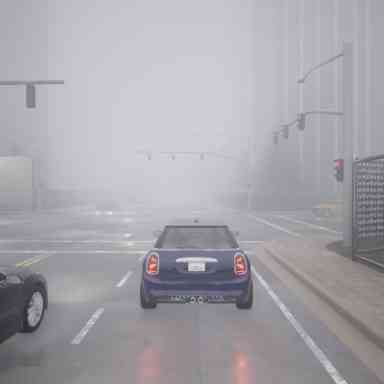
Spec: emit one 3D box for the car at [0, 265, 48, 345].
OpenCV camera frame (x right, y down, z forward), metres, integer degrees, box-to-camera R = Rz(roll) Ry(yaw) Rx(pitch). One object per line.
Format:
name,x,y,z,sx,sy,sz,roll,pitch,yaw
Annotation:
car,-3.431,1.505,3.903,1.837,1.490,4.892,0,0,0

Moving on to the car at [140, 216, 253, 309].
car,0.096,1.352,8.028,2.097,1.767,4.553,0,0,0

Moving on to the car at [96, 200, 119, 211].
car,-10.509,1.601,41.497,1.895,1.301,4.718,0,0,0

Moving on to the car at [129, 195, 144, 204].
car,-10.412,1.351,62.420,2.097,1.767,4.553,0,0,1

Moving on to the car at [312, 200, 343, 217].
car,13.330,1.422,29.747,5.008,1.535,1.882,0,0,0
